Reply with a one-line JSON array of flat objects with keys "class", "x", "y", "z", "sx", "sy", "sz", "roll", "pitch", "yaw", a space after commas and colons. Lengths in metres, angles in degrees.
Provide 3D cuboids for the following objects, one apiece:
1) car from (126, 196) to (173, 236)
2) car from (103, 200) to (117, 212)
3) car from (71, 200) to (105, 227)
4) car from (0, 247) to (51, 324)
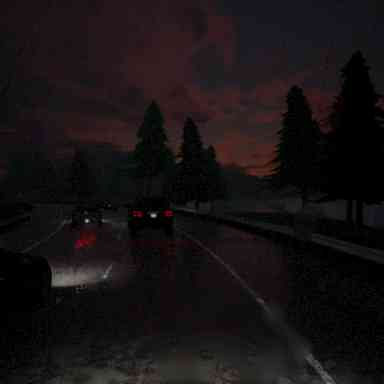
[{"class": "car", "x": -2.497, "y": 1.248, "z": 19.010, "sx": 2.150, "sy": 2.045, "sz": 5.566, "roll": 0, "pitch": 0, "yaw": -13}, {"class": "car", "x": -10.471, "y": 1.615, "z": 39.780, "sx": 2.033, "sy": 1.411, "sz": 5.357, "roll": 0, "pitch": 0, "yaw": -28}, {"class": "car", "x": -7.274, "y": 1.548, "z": 23.139, "sx": 1.837, "sy": 1.490, "sz": 4.892, "roll": 0, "pitch": 0, "yaw": -17}, {"class": "car", "x": -3.848, "y": 1.543, "z": 5.353, "sx": 1.812, "sy": 1.442, "sz": 4.674, "roll": 0, "pitch": 0, "yaw": -5}]
